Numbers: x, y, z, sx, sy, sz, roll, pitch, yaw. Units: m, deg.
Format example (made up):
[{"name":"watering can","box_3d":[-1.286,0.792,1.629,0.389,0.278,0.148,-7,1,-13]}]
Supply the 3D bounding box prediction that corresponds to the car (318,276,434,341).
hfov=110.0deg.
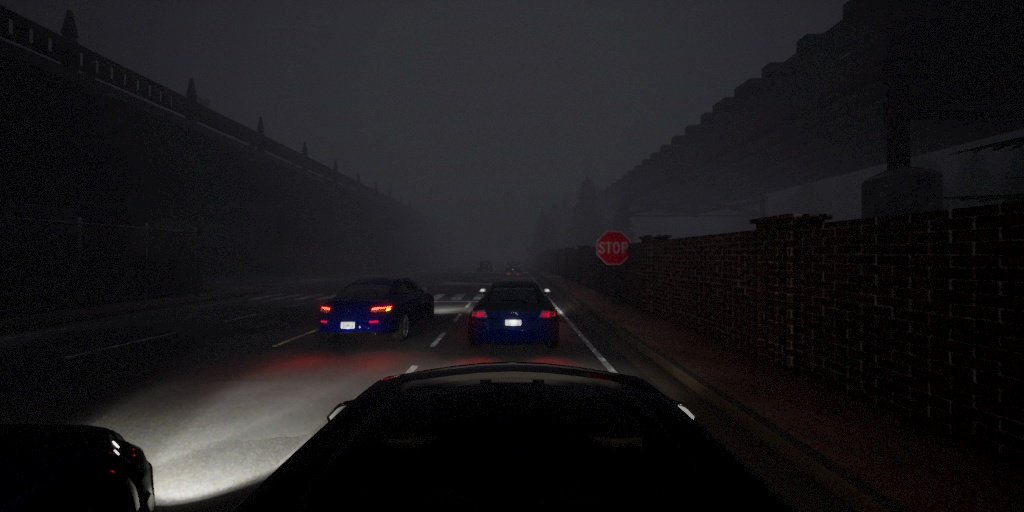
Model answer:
[{"name":"car","box_3d":[-3.412,1.274,9.740,1.812,1.442,4.674,0,0,0]}]

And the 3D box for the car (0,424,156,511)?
[{"name":"car","box_3d":[-3.398,1.314,0.644,1.994,1.385,4.181,0,0,0]}]

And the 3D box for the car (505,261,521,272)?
[{"name":"car","box_3d":[0.099,1.342,46.036,1.895,1.301,4.718,0,0,-1]}]

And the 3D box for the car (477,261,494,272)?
[{"name":"car","box_3d":[-3.395,1.288,45.873,2.033,1.411,5.357,0,0,-1]}]

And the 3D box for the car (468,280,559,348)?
[{"name":"car","box_3d":[0.069,1.312,9.218,1.994,1.385,4.181,0,0,1]}]
